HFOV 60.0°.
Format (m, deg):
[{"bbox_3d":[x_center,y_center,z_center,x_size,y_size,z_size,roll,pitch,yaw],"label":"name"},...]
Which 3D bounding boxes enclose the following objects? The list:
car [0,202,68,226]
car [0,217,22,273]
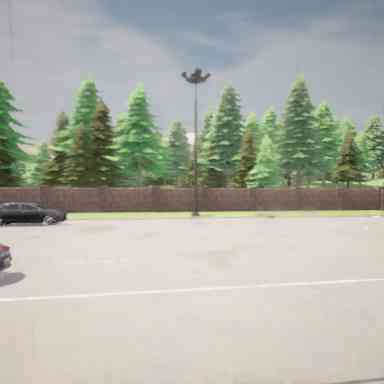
[{"bbox_3d":[-10.635,1.413,21.457,4.892,1.490,1.837,0,0,-11],"label":"car"},{"bbox_3d":[-6.924,1.483,7.929,4.674,1.442,1.812,0,0,-11],"label":"car"}]
